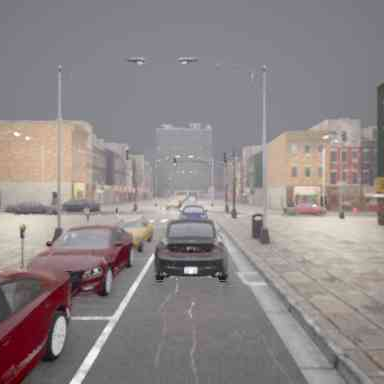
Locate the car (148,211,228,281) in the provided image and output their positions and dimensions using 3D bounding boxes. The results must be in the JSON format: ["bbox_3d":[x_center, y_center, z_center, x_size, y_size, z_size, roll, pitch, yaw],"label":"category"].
[{"bbox_3d":[-0.015,1.526,9.930,1.837,1.490,4.892,0,0,0],"label":"car"}]

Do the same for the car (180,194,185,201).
[{"bbox_3d":[-2.626,1.479,51.606,2.192,1.841,5.009,0,0,0],"label":"car"}]

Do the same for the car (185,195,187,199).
[{"bbox_3d":[-2.625,1.792,73.211,1.752,1.417,4.829,0,0,0],"label":"car"}]

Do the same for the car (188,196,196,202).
[{"bbox_3d":[0.012,1.839,87.083,1.837,1.490,4.892,0,0,0],"label":"car"}]

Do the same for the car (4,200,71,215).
[{"bbox_3d":[-14.648,1.528,31.328,5.357,1.411,2.033,0,0,2],"label":"car"}]

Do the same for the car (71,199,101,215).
[{"bbox_3d":[-11.998,1.501,34.288,5.008,1.535,1.882,0,-1,2],"label":"car"}]

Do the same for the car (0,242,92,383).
[{"bbox_3d":[-2.632,1.551,3.216,1.887,1.381,4.507,0,0,0],"label":"car"}]

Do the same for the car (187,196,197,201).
[{"bbox_3d":[0.011,1.810,76.838,1.812,1.442,4.674,0,0,0],"label":"car"}]

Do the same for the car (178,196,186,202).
[{"bbox_3d":[-2.622,1.792,89.715,1.967,1.590,4.097,0,0,0],"label":"car"}]

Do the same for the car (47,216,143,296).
[{"bbox_3d":[-2.632,1.563,8.711,1.887,1.381,4.507,0,0,0],"label":"car"}]

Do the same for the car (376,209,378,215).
[{"bbox_3d":[21.623,1.742,34.427,4.553,1.767,2.097,1,0,0],"label":"car"}]

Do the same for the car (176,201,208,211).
[{"bbox_3d":[0.102,1.580,21.895,1.812,1.442,4.674,0,0,0],"label":"car"}]

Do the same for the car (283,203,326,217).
[{"bbox_3d":[11.578,1.804,34.395,4.181,1.385,1.994,1,0,1],"label":"car"}]

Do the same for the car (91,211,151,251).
[{"bbox_3d":[-2.631,1.557,14.035,1.752,1.417,4.829,0,0,0],"label":"car"}]

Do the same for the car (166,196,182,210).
[{"bbox_3d":[-2.628,1.666,45.992,1.752,1.417,4.829,0,0,0],"label":"car"}]

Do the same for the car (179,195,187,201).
[{"bbox_3d":[-2.621,1.693,95.160,2.192,1.841,5.009,0,0,0],"label":"car"}]
